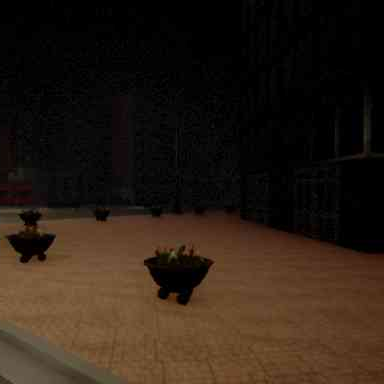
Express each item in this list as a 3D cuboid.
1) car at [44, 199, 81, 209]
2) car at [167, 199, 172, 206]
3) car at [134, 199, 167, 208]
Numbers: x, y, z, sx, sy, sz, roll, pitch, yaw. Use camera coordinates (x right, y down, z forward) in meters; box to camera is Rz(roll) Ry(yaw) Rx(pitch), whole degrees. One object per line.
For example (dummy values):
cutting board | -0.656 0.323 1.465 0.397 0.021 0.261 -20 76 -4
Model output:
car | -17.861 1.622 46.091 1.895 1.301 4.718 1 -1 36
car | -5.642 1.939 62.752 1.994 1.385 4.181 1 -1 36
car | -7.061 1.819 54.949 2.033 1.411 5.357 1 -1 36
